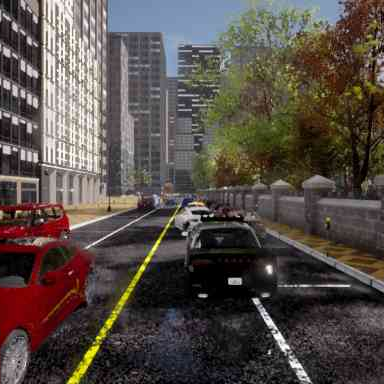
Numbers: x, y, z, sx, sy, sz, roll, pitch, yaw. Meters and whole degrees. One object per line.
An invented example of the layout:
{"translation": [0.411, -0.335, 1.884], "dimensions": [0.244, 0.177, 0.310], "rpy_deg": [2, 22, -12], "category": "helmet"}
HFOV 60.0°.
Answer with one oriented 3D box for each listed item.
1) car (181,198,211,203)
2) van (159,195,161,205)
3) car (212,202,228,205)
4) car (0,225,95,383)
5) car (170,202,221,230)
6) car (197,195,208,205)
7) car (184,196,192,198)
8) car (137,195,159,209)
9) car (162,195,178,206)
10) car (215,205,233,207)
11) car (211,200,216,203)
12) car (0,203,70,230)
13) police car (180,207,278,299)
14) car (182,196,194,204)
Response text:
{"translation": [0.312, 1.452, 24.760], "dimensions": [1.801, 1.575, 5.366], "rpy_deg": [0, 0, 4], "category": "car"}
{"translation": [-6.022, 1.327, 49.476], "dimensions": [1.690, 1.788, 3.998], "rpy_deg": [0, 0, -1], "category": "van"}
{"translation": [2.341, 1.578, 21.736], "dimensions": [1.802, 1.307, 4.206], "rpy_deg": [0, 0, -1], "category": "car"}
{"translation": [-2.892, 1.525, 5.273], "dimensions": [1.812, 1.442, 4.674], "rpy_deg": [0, 0, -1], "category": "car"}
{"translation": [0.171, 1.523, 18.328], "dimensions": [1.812, 1.442, 4.674], "rpy_deg": [0, 0, -13], "category": "car"}
{"translation": [1.868, 1.418, 60.582], "dimensions": [1.967, 1.590, 4.097], "rpy_deg": [0, 0, -1], "category": "car"}
{"translation": [-0.483, 1.465, 45.857], "dimensions": [1.882, 1.535, 5.008], "rpy_deg": [0, 0, 0], "category": "car"}
{"translation": [-5.955, 1.304, 43.936], "dimensions": [2.192, 1.841, 5.009], "rpy_deg": [0, 0, -1], "category": "car"}
{"translation": [-3.366, 1.547, 53.906], "dimensions": [1.994, 1.385, 4.181], "rpy_deg": [0, 0, -1], "category": "car"}
{"translation": [2.409, 1.548, 16.186], "dimensions": [2.008, 1.369, 4.403], "rpy_deg": [0, 0, -1], "category": "car"}
{"translation": [2.273, 1.561, 27.285], "dimensions": [1.947, 1.339, 4.313], "rpy_deg": [0, 0, -1], "category": "car"}
{"translation": [-5.552, 1.314, 10.689], "dimensions": [2.192, 1.841, 5.009], "rpy_deg": [0, 0, -1], "category": "car"}
{"translation": [0.757, 1.424, 8.647], "dimensions": [1.930, 1.638, 5.238], "rpy_deg": [0, 0, -1], "category": "police car"}
{"translation": [-0.735, 1.468, 63.931], "dimensions": [2.128, 1.511, 4.902], "rpy_deg": [0, 0, -1], "category": "car"}
